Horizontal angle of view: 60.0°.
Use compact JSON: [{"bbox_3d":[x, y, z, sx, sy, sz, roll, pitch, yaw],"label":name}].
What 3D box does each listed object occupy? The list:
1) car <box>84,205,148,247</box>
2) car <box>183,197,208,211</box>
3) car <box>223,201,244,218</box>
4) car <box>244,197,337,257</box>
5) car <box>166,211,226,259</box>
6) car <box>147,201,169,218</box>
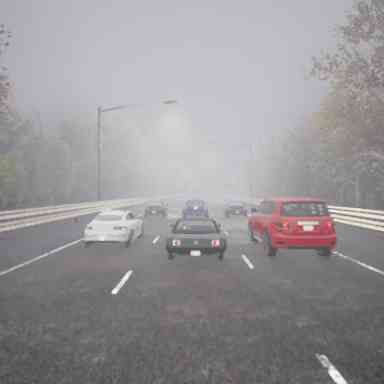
[{"bbox_3d":[-3.339,1.515,14.784,1.812,1.442,4.674,0,0,1],"label":"car"},{"bbox_3d":[0.313,1.330,28.929,2.097,1.767,4.553,0,0,1],"label":"car"},{"bbox_3d":[3.833,1.504,30.148,1.812,1.442,4.674,0,0,1],"label":"car"},{"bbox_3d":[3.648,1.213,13.046,2.150,2.045,5.566,0,0,0],"label":"car"},{"bbox_3d":[0.142,1.592,12.451,1.895,1.301,4.718,0,0,0],"label":"car"},{"bbox_3d":[-3.177,1.502,30.223,1.812,1.442,4.674,0,0,1],"label":"car"}]
